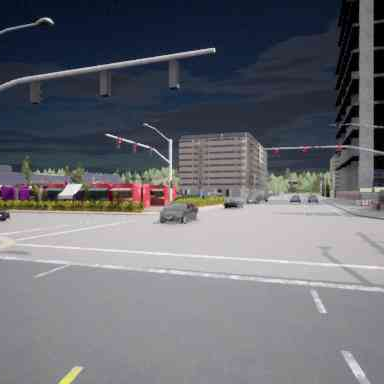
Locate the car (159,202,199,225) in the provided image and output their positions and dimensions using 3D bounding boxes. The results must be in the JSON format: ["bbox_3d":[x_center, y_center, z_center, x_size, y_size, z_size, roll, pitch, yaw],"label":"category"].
[{"bbox_3d":[-0.845,1.543,24.974,1.837,1.490,4.892,0,0,19],"label":"car"}]

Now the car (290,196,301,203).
[{"bbox_3d":[21.531,1.555,69.256,1.994,1.385,4.181,0,0,19],"label":"car"}]

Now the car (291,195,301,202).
[{"bbox_3d":[24.609,1.540,78.480,2.033,1.411,5.357,0,0,19],"label":"car"}]

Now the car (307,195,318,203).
[{"bbox_3d":[24.740,1.541,67.821,2.033,1.411,5.357,0,0,19],"label":"car"}]

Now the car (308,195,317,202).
[{"bbox_3d":[28.031,1.524,77.677,1.812,1.442,4.674,0,0,19],"label":"car"}]

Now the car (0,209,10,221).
[{"bbox_3d":[-16.472,1.619,26.100,4.181,1.385,1.994,0,0,19],"label":"car"}]

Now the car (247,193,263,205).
[{"bbox_3d":[10.907,1.492,59.884,2.128,1.511,4.902,0,0,19],"label":"car"}]

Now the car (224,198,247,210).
[{"bbox_3d":[5.545,1.601,44.006,1.895,1.301,4.718,0,0,19],"label":"car"}]

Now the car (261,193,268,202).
[{"bbox_3d":[15.666,1.213,73.839,2.150,2.045,5.566,0,0,19],"label":"car"}]
